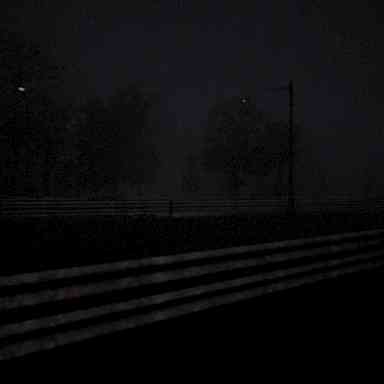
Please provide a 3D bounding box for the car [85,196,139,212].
[{"bbox_3d":[-7.872,1.102,32.759,4.892,1.490,1.837,0,0,-23],"label":"car"}]

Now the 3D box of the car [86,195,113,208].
[{"bbox_3d":[-6.526,1.095,29.528,4.892,1.490,1.837,0,0,-23],"label":"car"}]

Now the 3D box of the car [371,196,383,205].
[{"bbox_3d":[26.784,1.282,45.914,4.902,1.511,2.128,0,0,-20],"label":"car"}]

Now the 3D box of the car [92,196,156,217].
[{"bbox_3d":[-5.142,1.190,26.313,4.718,1.301,1.895,0,0,-23],"label":"car"}]
